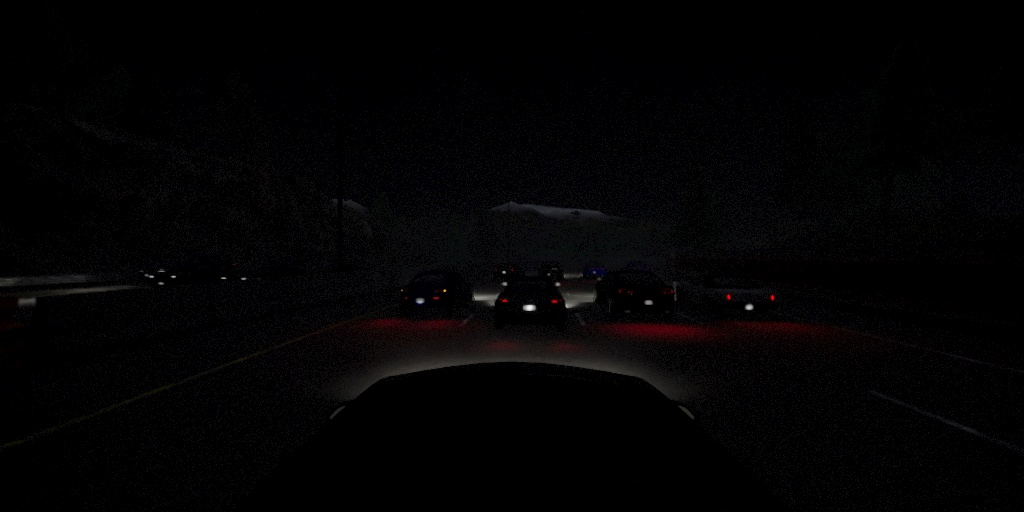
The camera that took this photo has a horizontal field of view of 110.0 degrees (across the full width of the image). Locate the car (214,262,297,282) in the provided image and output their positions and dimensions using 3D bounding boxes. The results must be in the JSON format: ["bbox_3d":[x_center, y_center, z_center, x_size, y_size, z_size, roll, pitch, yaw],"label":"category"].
[{"bbox_3d":[-15.871,1.202,23.435,2.033,1.411,5.357,0,0,9],"label":"car"}]

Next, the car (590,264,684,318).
[{"bbox_3d":[4.237,1.211,13.038,1.882,1.535,5.008,0,0,5],"label":"car"}]

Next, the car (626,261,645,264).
[{"bbox_3d":[10.892,1.184,31.671,1.882,1.535,5.008,0,0,13],"label":"car"}]

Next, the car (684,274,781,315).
[{"bbox_3d":[7.781,1.343,13.650,1.895,1.301,4.718,0,0,6],"label":"car"}]

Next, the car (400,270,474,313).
[{"bbox_3d":[-2.732,1.239,13.710,1.812,1.442,4.674,0,0,5],"label":"car"}]

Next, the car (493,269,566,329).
[{"bbox_3d":[0.588,1.292,11.192,1.994,1.385,4.181,0,0,4],"label":"car"}]

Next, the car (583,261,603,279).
[{"bbox_3d":[7.229,1.174,31.428,1.882,1.535,5.008,0,0,13],"label":"car"}]

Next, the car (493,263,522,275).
[{"bbox_3d":[-0.220,1.244,30.044,1.994,1.385,4.181,0,0,12],"label":"car"}]

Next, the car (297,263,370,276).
[{"bbox_3d":[-12.049,1.207,25.228,2.033,1.411,5.357,0,0,9],"label":"car"}]

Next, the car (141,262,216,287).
[{"bbox_3d":[-19.530,1.247,22.454,1.895,1.301,4.718,0,0,8],"label":"car"}]

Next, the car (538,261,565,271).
[{"bbox_3d":[3.246,1.182,29.606,2.128,1.511,4.902,0,0,12],"label":"car"}]

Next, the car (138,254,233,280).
[{"bbox_3d":[-22.624,0.853,25.369,2.150,2.045,5.566,0,0,9],"label":"car"}]
